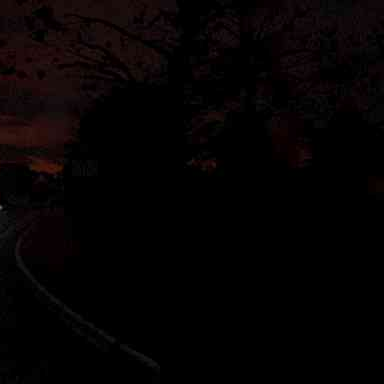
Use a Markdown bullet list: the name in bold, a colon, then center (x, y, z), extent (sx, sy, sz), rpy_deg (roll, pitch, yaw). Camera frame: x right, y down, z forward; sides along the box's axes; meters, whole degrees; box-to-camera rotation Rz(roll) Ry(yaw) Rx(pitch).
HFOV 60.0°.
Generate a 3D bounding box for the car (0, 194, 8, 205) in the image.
- **car**: center (-21.872, 0.876, 36.875), extent (1.895, 1.301, 4.718), rpy_deg (0, -2, -19)

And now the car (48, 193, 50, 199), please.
- **car**: center (-25.772, 0.568, 57.691), extent (1.895, 1.301, 4.718), rpy_deg (0, 1, -20)

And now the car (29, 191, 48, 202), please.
- **car**: center (-22.265, 0.665, 47.845), extent (1.837, 1.490, 4.892), rpy_deg (0, 1, -20)
